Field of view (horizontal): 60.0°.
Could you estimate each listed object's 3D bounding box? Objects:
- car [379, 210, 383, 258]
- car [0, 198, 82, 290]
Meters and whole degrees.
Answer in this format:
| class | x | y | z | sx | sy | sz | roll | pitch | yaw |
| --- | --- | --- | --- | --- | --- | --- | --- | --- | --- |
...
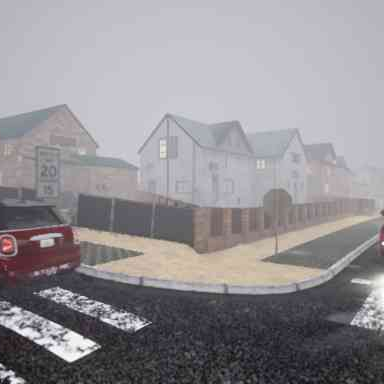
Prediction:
| class | x | y | z | sx | sy | sz | roll | pitch | yaw |
| --- | --- | --- | --- | --- | --- | --- | --- | --- | --- |
| car | 8.402 | 1.230 | 12.182 | 2.150 | 2.045 | 5.566 | 0 | 0 | 37 |
| car | -4.700 | 0.907 | 7.396 | 4.553 | 1.767 | 2.097 | 3 | 1 | 26 |
